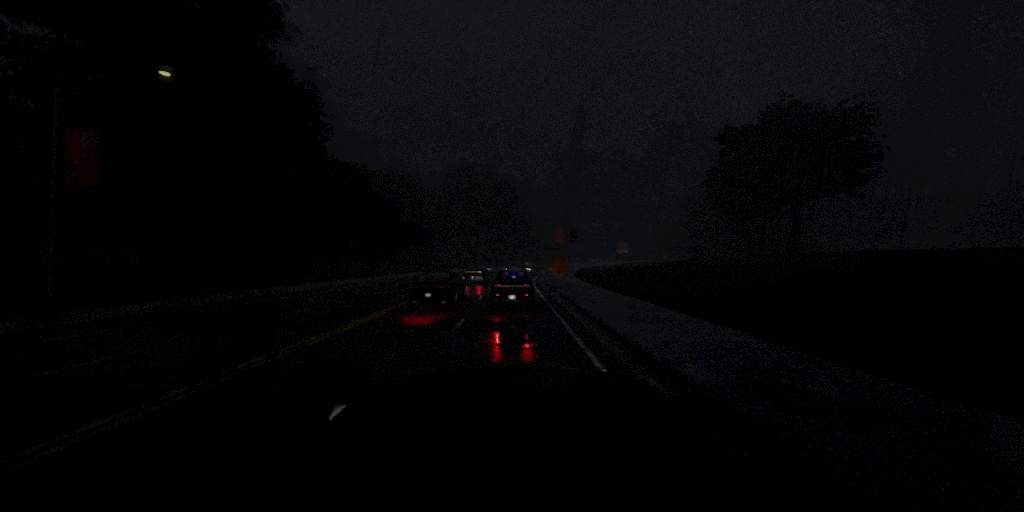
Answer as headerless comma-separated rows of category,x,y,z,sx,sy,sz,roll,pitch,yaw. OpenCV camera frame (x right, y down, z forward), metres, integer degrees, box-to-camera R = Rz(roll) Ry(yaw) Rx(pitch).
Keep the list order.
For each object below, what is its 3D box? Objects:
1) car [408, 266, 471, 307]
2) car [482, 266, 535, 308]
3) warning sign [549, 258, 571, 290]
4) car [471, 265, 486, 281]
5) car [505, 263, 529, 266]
car,-3.238,1.372,16.334,1.882,1.535,5.008,0,0,0
car,0.011,1.385,16.156,2.128,1.511,4.902,0,0,0
warning sign,2.858,1.057,21.119,1.300,1.860,1.060,0,0,0
car,-2.976,1.526,31.055,2.128,1.511,4.902,0,0,4
car,0.277,1.554,30.950,1.812,1.442,4.674,0,0,4
